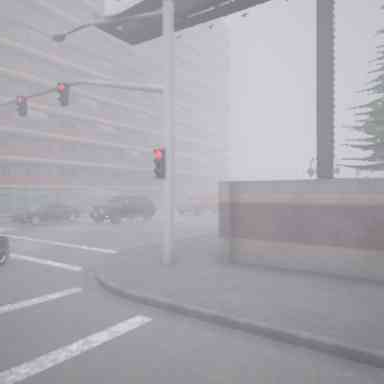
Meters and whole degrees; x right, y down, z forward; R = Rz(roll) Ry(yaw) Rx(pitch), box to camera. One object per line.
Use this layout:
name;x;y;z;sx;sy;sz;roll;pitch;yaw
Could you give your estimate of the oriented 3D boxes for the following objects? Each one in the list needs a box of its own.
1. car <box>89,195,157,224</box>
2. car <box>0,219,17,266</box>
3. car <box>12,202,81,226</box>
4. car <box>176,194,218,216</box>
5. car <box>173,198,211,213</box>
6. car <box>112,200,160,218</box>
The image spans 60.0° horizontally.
car;-5.171;1.258;25.621;2.150;2.045;5.566;0;0;35
car;-6.454;1.620;8.504;1.895;1.301;4.718;0;0;-9
car;-10.450;1.547;24.207;1.837;1.490;4.892;0;0;35
car;0.775;1.257;34.042;2.150;2.045;5.566;0;0;35
car;0.068;1.520;39.101;1.882;1.535;5.008;0;0;35
car;-5.222;1.568;31.595;1.812;1.442;4.674;0;0;35
